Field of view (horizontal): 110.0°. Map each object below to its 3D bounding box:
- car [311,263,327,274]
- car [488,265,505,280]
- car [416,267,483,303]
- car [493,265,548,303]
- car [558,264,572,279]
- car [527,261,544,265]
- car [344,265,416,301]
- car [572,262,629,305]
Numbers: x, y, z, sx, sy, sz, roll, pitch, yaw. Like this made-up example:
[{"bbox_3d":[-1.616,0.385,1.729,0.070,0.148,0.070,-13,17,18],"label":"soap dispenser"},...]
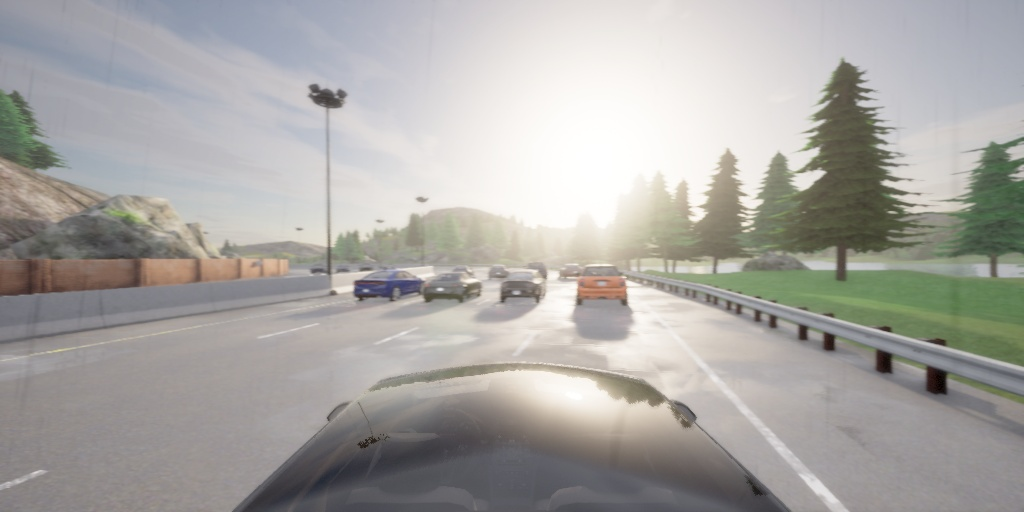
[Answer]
[{"bbox_3d":[-30.861,1.941,57.397,2.097,1.767,4.553,-1,0,-23],"label":"car"},{"bbox_3d":[-1.285,1.562,34.653,1.994,1.385,4.181,-1,0,-1],"label":"car"},{"bbox_3d":[-2.832,1.469,17.984,1.994,1.385,4.181,-1,0,11],"label":"car"},{"bbox_3d":[0.615,1.376,17.392,1.812,1.442,4.674,-1,0,11],"label":"car"},{"bbox_3d":[5.712,1.460,34.680,1.994,1.385,4.181,-1,0,-1],"label":"car"},{"bbox_3d":[2.220,1.295,34.443,2.097,1.767,4.553,-1,-1,-1],"label":"car"},{"bbox_3d":[-6.235,1.438,18.854,1.882,1.535,5.008,-1,0,10],"label":"car"},{"bbox_3d":[3.991,1.144,16.390,2.097,1.767,4.553,-1,-1,11],"label":"car"}]
